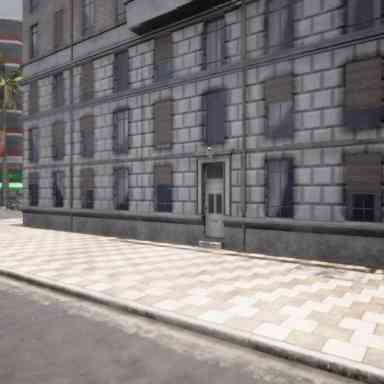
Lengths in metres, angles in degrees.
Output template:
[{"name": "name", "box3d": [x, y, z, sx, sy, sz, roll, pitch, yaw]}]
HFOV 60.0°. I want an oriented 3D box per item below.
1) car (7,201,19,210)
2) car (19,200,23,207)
[{"name": "car", "box3d": [-20.853, 1.564, 41.828, 1.994, 1.385, 4.181, 0, 0, 36]}, {"name": "car", "box3d": [-17.758, 1.526, 40.143, 1.812, 1.442, 4.674, 0, 0, 36]}]
